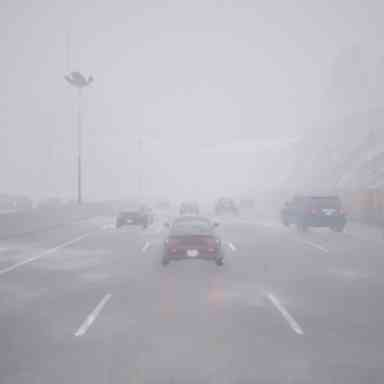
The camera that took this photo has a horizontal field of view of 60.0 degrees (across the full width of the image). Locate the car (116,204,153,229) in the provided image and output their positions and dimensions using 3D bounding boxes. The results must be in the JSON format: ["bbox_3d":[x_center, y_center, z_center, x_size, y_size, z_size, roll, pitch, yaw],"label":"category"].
[{"bbox_3d":[-3.607,1.498,21.359,1.812,1.442,4.674,0,0,-1],"label":"car"}]

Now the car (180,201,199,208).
[{"bbox_3d":[-0.243,1.553,33.239,1.895,1.301,4.718,0,0,-1],"label":"car"}]

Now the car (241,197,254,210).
[{"bbox_3d":[6.660,1.438,42.312,1.837,1.490,4.892,0,0,-1],"label":"car"}]

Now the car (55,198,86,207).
[{"bbox_3d":[-14.508,1.556,40.632,1.895,1.301,4.718,0,0,0],"label":"car"}]

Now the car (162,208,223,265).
[{"bbox_3d":[-0.009,1.509,11.493,1.812,1.442,4.674,0,0,-1],"label":"car"}]

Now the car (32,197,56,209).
[{"bbox_3d":[-18.024,1.459,42.468,1.837,1.490,4.892,0,1,0],"label":"car"}]

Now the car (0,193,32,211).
[{"bbox_3d":[-21.506,1.314,40.969,2.097,1.767,4.553,0,0,0],"label":"car"}]

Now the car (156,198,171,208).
[{"bbox_3d":[-3.882,1.538,45.777,1.895,1.301,4.718,0,0,-1],"label":"car"}]

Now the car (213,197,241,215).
[{"bbox_3d":[3.258,1.299,33.420,2.097,1.767,4.553,0,0,-1],"label":"car"}]

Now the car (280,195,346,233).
[{"bbox_3d":[6.912,1.187,19.552,2.150,2.045,5.566,0,0,-1],"label":"car"}]
